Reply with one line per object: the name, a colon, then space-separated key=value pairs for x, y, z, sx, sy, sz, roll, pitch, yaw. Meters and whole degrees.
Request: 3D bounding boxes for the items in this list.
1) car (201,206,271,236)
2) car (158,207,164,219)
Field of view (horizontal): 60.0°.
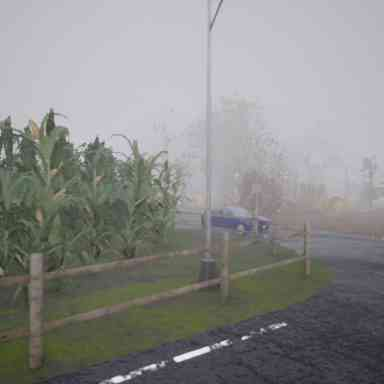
car: x=2.538 y=1.660 z=20.244 sx=1.882 sy=1.535 sz=5.008 roll=0 pitch=0 yaw=-35
car: x=-4.239 y=1.626 z=30.122 sx=2.097 sy=1.767 sz=4.553 roll=0 pitch=0 yaw=-34
